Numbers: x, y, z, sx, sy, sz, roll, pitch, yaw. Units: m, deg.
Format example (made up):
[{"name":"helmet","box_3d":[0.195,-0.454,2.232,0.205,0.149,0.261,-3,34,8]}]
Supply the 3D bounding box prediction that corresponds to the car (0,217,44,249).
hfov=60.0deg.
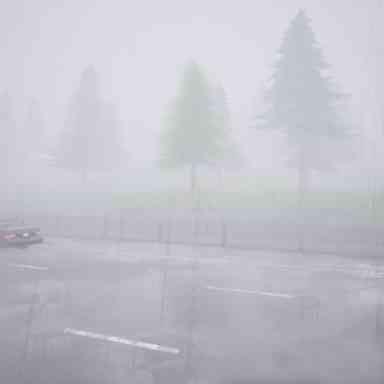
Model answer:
[{"name":"car","box_3d":[-8.897,1.766,14.361,5.357,1.411,2.033,0,-1,25]}]
